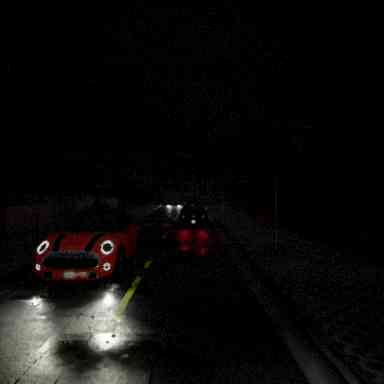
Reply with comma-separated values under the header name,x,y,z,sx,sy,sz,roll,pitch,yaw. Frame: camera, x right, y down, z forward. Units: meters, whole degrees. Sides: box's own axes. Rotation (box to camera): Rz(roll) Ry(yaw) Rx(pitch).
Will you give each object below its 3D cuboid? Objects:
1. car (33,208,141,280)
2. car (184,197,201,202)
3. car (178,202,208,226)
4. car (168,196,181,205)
name,x,y,z,sx,sy,sz,roll,pitch,yaw
car,-2.856,1.347,10.005,2.097,1.767,4.553,0,0,0
car,0.076,1.460,41.806,1.837,1.490,4.892,0,0,0
car,0.087,1.599,23.343,1.895,1.301,4.718,0,0,0
car,-2.781,1.436,54.471,1.812,1.442,4.674,0,0,0
